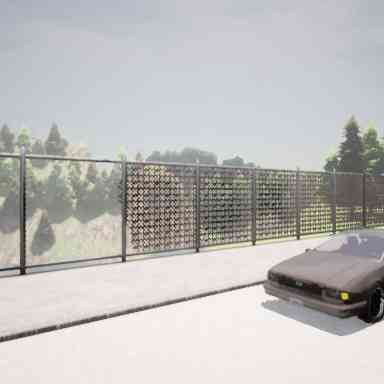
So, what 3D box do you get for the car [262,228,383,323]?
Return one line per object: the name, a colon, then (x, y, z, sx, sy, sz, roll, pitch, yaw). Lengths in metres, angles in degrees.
car: (4.026, 1.546, 7.361, 5.357, 1.411, 2.033, 0, 0, -34)
